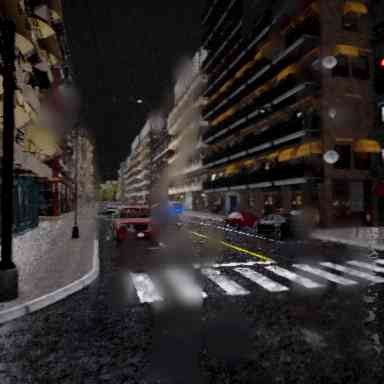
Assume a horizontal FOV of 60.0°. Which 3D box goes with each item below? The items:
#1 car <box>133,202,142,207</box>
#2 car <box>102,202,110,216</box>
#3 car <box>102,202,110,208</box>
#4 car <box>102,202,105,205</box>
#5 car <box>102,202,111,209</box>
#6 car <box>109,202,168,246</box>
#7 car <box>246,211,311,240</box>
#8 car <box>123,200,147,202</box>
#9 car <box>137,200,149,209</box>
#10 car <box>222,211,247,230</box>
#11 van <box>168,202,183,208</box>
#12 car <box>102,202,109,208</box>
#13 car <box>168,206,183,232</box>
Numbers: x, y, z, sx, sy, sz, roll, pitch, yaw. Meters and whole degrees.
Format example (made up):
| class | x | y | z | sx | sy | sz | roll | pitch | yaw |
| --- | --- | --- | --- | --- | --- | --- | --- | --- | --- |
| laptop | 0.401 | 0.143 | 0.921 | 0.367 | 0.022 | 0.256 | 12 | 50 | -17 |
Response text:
| class | x | y | z | sx | sy | sz | roll | pitch | yaw |
| --- | --- | --- | --- | --- | --- | --- | --- | --- | --- |
| car | -14.620 | 3.332 | 89.213 | 1.752 | 1.417 | 4.829 | 1 | -1 | -16 |
| car | -10.521 | 2.432 | 43.930 | 1.947 | 1.339 | 4.313 | 1 | -1 | -16 |
| car | -21.134 | 3.222 | 81.447 | 1.802 | 1.307 | 4.206 | 1 | -1 | -16 |
| car | -13.553 | 2.653 | 54.649 | 1.947 | 1.339 | 4.313 | 1 | -1 | -16 |
| car | -19.617 | 3.074 | 76.089 | 1.887 | 1.381 | 4.507 | 1 | -1 | -16 |
| car | -2.937 | 1.631 | 17.137 | 2.192 | 1.841 | 5.009 | 1 | -1 | -16 |
| car | 5.134 | 1.933 | 19.372 | 1.947 | 1.339 | 4.313 | 1 | -1 | -16 |
| car | -7.322 | 2.184 | 42.219 | 2.097 | 1.767 | 4.553 | 0 | -1 | -15 |
| car | -11.539 | 2.896 | 78.335 | 2.192 | 1.841 | 5.009 | 1 | -1 | -16 |
| car | 3.618 | 2.059 | 24.732 | 1.802 | 1.307 | 4.206 | 1 | -1 | -16 |
| van | -2.444 | 2.259 | 46.177 | 1.690 | 1.788 | 3.998 | 1 | -1 | -16 |
| car | -22.650 | 3.333 | 86.807 | 1.802 | 1.307 | 4.206 | 1 | -1 | -16 |
| car | -2.133 | 2.001 | 23.750 | 2.033 | 1.411 | 5.357 | 0 | -1 | -16 |
